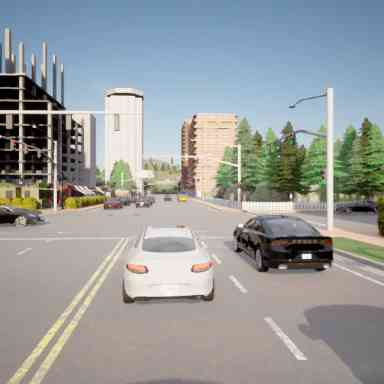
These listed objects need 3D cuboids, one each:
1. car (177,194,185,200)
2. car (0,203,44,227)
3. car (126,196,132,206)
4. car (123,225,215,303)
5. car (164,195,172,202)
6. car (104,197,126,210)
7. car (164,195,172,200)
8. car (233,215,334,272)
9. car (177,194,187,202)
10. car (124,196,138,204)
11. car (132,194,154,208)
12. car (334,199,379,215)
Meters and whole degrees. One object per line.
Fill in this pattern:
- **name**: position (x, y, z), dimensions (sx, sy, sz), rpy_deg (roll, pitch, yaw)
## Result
- **car**: position (-2.812, 1.304, 86.487), dimensions (1.882, 1.535, 5.008), rpy_deg (0, 0, -4)
- **car**: position (-12.360, 1.492, 21.902), dimensions (4.902, 1.511, 2.128), rpy_deg (0, 0, -3)
- **car**: position (-11.000, 1.477, 53.105), dimensions (1.882, 1.535, 5.008), rpy_deg (0, 0, -4)
- **car**: position (-0.590, 1.526, 8.129), dimensions (1.812, 1.442, 4.674), rpy_deg (0, 0, -5)
- **car**: position (-5.679, 1.518, 77.662), dimensions (2.128, 1.511, 4.902), rpy_deg (0, 0, -4)
- **car**: position (-10.332, 1.478, 43.779), dimensions (1.882, 1.535, 5.008), rpy_deg (0, 0, -4)
- **car**: position (-6.303, 1.379, 86.233), dimensions (1.994, 1.385, 4.181), rpy_deg (0, 0, -4)
- **car**: position (2.674, 1.478, 10.868), dimensions (1.882, 1.535, 5.008), rpy_deg (0, 0, -5)
- **car**: position (-2.117, 1.470, 76.939), dimensions (1.882, 1.535, 5.008), rpy_deg (0, 0, -4)
- **car**: position (-11.798, 1.547, 64.770), dimensions (2.033, 1.411, 5.357), rpy_deg (0, 0, -4)
- **car**: position (-7.187, 1.491, 48.852), dimensions (2.128, 1.511, 4.902), rpy_deg (0, 0, -4)
- **car**: position (17.050, 1.491, 34.008), dimensions (4.902, 1.511, 2.128), rpy_deg (0, 0, -3)
